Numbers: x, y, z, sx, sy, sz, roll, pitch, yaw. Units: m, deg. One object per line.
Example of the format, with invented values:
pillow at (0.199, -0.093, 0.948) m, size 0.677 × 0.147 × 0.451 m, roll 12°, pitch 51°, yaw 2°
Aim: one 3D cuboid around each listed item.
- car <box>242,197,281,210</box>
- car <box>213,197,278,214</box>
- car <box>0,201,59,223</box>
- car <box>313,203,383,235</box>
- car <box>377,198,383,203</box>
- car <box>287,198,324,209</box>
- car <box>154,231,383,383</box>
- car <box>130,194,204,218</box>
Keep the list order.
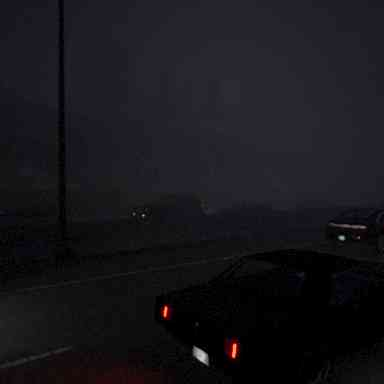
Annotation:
car at (8.414, 1.333, 40.035) m, size 4.674 × 1.442 × 1.812 m, roll 0°, pitch 0°, yaw -35°
car at (3.615, 1.385, 23.762) m, size 4.902 × 1.511 × 2.128 m, roll 0°, pitch 0°, yaw -35°
car at (-12.204, 1.461, 25.380) m, size 4.902 × 1.511 × 2.128 m, roll 0°, pitch 0°, yaw -35°
car at (7.314, 1.405, 13.265) m, size 4.902 × 1.511 × 2.128 m, roll 0°, pitch 0°, yaw -36°
car at (26.248, 1.227, 43.732) m, size 4.674 × 1.442 × 1.812 m, roll -1°, pitch 0°, yaw -34°
car at (13.339, 1.386, 39.198) m, size 4.718 × 1.301 × 1.895 m, roll 0°, pitch 0°, yaw -35°
car at (1.909, 1.573, 5.108) m, size 4.718 × 1.301 × 1.895 m, roll 0°, pitch 0°, yaw -36°
car at (-1.693, 1.142, 24.283) m, size 5.566 × 2.045 × 2.150 m, roll 0°, pitch 0°, yaw -35°
